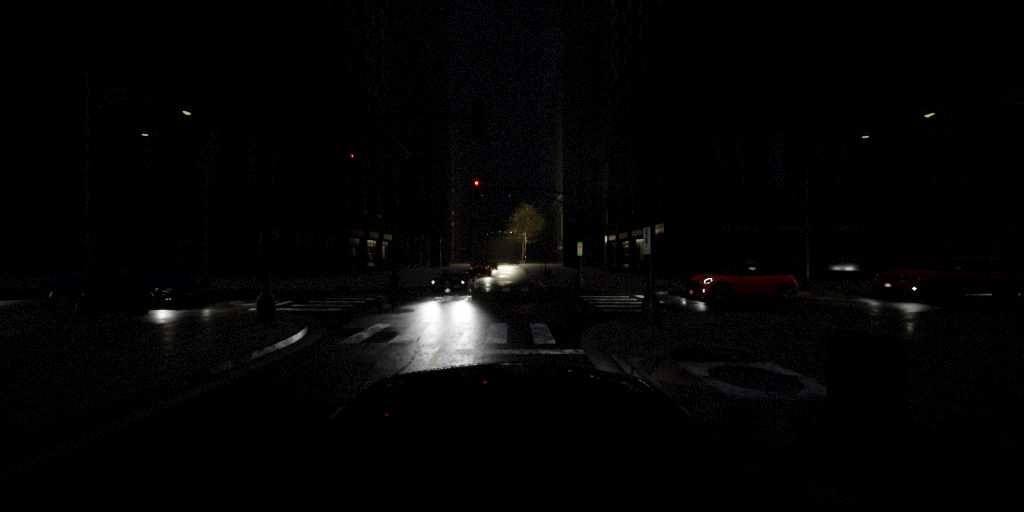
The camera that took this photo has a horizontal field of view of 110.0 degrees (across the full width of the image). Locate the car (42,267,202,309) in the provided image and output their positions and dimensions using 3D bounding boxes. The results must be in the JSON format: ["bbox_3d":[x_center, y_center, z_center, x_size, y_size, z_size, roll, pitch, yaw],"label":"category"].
[{"bbox_3d":[-14.907,1.182,13.887,5.008,1.535,1.882,0,0,2],"label":"car"}]

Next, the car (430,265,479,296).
[{"bbox_3d":[-3.094,1.358,19.469,1.895,1.301,4.718,0,0,0],"label":"car"}]

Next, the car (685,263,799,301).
[{"bbox_3d":[10.784,1.145,17.082,4.553,1.767,2.097,0,0,0],"label":"car"}]

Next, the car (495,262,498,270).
[{"bbox_3d":[-3.071,1.352,51.153,1.994,1.385,4.181,0,0,0],"label":"car"}]

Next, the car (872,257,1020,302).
[{"bbox_3d":[20.685,1.045,17.072,5.566,2.045,2.150,0,0,0],"label":"car"}]

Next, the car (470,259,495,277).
[{"bbox_3d":[-3.090,1.118,35.911,2.097,1.767,4.553,0,0,0],"label":"car"}]
